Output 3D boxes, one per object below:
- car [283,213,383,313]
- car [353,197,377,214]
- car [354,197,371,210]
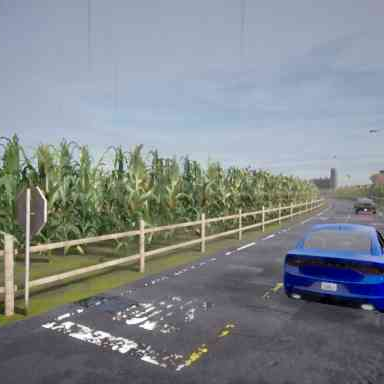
[{"bbox_3d":[3.614,1.479,7.875,1.882,1.535,5.008,0,0,30],"label":"car"},{"bbox_3d":[18.307,1.508,35.154,1.837,1.490,4.892,0,0,27],"label":"car"},{"bbox_3d":[22.673,1.505,44.343,1.837,1.490,4.892,0,0,24],"label":"car"}]
